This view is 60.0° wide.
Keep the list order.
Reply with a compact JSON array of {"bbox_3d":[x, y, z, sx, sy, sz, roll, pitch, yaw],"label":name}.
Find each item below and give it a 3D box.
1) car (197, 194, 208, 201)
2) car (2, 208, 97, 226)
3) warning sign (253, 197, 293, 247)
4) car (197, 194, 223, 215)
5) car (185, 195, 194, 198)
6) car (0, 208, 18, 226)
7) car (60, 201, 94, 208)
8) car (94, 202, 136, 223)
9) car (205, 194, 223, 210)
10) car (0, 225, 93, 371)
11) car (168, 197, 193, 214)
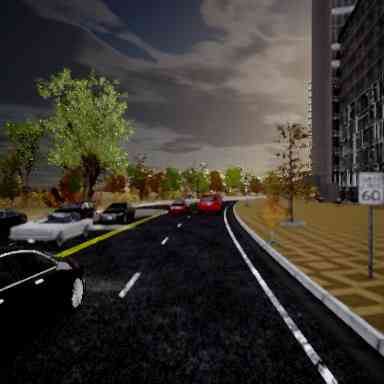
[{"bbox_3d":[2.517,1.233,80.065,1.882,1.535,5.008,0,0,12],"label":"car"},{"bbox_3d":[-6.186,1.603,15.181,1.895,1.301,4.718,0,0,3],"label":"car"},{"bbox_3d":[3.126,1.126,12.945,1.300,1.860,1.060,0,0,2],"label":"warning sign"},{"bbox_3d":[1.914,1.246,34.823,2.150,2.045,5.566,0,0,6],"label":"car"},{"bbox_3d":[-0.653,1.274,80.780,1.812,1.442,4.674,0,0,12],"label":"car"},{"bbox_3d":[-9.435,1.491,15.216,2.128,1.511,4.902,0,0,3],"label":"car"},{"bbox_3d":[-8.819,1.497,25.538,2.128,1.511,4.902,0,0,4],"label":"car"},{"bbox_3d":[-5.560,1.535,25.493,1.812,1.442,4.674,0,0,4],"label":"car"},{"bbox_3d":[3.094,1.257,46.026,2.150,2.045,5.566,0,0,8],"label":"car"},{"bbox_3d":[-3.072,1.505,4.756,1.837,1.490,4.892,0,0,1],"label":"car"},{"bbox_3d":[-1.282,1.585,35.795,1.994,1.385,4.181,0,0,6],"label":"car"}]
